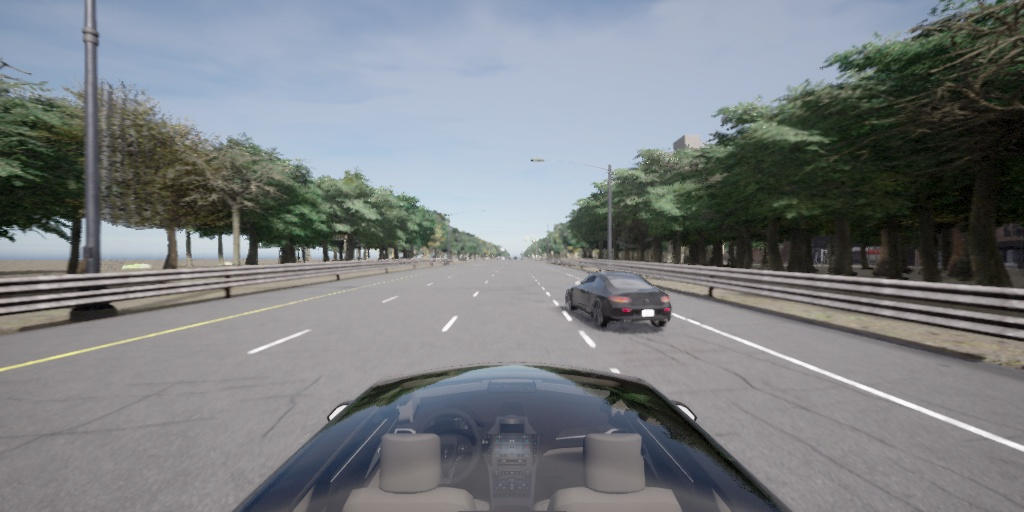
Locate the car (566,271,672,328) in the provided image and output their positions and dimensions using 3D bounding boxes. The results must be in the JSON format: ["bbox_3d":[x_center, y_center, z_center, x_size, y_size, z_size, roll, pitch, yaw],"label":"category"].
[{"bbox_3d":[3.026,1.184,10.915,1.812,1.442,4.674,0,1,-6],"label":"car"}]
